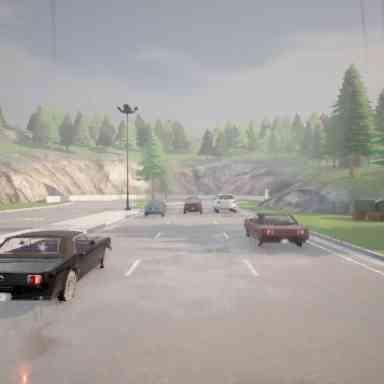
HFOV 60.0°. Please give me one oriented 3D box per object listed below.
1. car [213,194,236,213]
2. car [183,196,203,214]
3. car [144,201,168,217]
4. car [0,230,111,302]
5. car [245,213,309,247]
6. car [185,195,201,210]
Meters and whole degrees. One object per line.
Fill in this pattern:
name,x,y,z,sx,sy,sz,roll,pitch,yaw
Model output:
car,3.608,1.222,37.524,2.150,2.045,5.566,0,0,0
car,0.097,1.478,35.298,1.882,1.535,5.008,0,0,0
car,-3.397,1.547,31.802,2.033,1.411,5.357,0,0,0
car,-3.399,1.601,8.202,1.895,1.301,4.718,0,0,0
car,3.602,1.601,15.081,1.895,1.301,4.718,0,0,0
car,0.197,1.352,44.527,2.097,1.767,4.553,0,0,1
